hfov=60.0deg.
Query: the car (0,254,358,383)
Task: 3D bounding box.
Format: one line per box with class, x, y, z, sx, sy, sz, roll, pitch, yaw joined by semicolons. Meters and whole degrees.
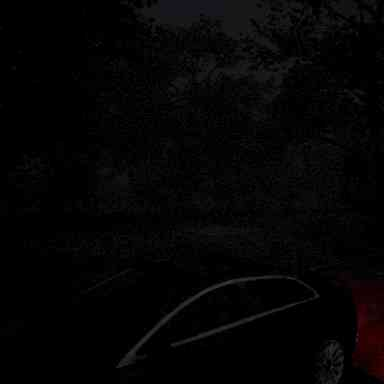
car;-0.142;1.525;3.599;4.902;1.511;2.128;1;-1;-36
